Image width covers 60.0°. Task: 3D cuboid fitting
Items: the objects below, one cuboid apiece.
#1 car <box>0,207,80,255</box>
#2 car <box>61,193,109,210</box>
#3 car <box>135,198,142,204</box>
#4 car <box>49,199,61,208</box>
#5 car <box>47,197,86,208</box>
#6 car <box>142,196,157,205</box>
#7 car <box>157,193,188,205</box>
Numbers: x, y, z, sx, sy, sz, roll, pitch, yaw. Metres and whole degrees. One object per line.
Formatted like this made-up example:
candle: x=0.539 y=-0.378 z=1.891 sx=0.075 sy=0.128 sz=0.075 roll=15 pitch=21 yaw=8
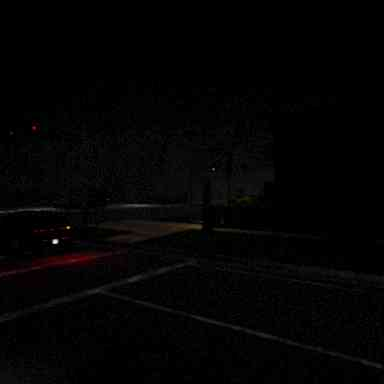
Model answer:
car: x=-6.678 y=1.502 z=13.442 sx=4.892 sy=1.490 sz=1.837 roll=0 pitch=1 yaw=42
car: x=-13.316 y=1.203 z=42.708 sx=2.150 sy=2.045 sz=5.566 roll=0 pitch=1 yaw=36
car: x=-8.129 y=1.535 z=61.608 sx=2.033 sy=1.411 sz=5.357 roll=0 pitch=0 yaw=37
car: x=-16.417 y=1.589 z=44.392 sx=1.895 sy=1.301 sz=4.718 roll=0 pitch=0 yaw=36
car: x=-18.046 y=1.465 z=48.086 sx=1.882 sy=1.535 sz=5.008 roll=0 pitch=0 yaw=36
car: x=-5.842 y=1.481 z=58.846 sx=2.128 sy=1.511 sz=4.902 roll=0 pitch=0 yaw=36
car: x=-2.911 y=1.213 z=56.941 sx=2.150 sy=2.045 sz=5.566 roll=0 pitch=0 yaw=37
